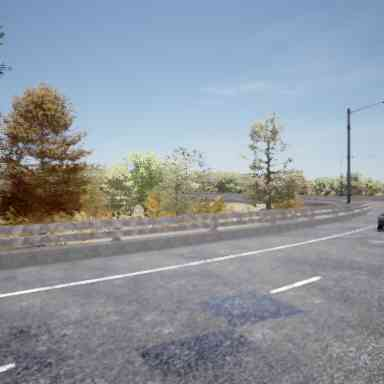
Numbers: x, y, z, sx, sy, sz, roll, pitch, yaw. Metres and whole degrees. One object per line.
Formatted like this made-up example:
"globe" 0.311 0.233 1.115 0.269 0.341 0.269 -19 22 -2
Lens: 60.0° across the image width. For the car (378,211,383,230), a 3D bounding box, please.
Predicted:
"car" 12.885 1.563 20.537 1.812 1.442 4.674 0 0 43
